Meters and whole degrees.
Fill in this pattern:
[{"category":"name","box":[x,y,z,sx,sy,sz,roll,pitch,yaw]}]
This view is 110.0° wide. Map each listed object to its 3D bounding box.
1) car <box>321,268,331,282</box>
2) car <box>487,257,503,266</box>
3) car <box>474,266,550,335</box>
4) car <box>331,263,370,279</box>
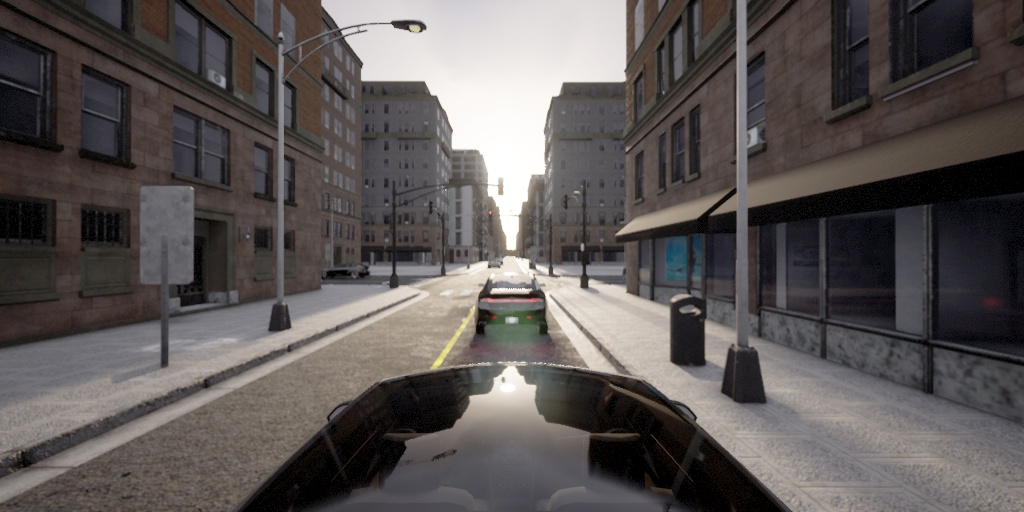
[{"category":"car","box":[-14.774,1.251,23.632,4.313,1.339,1.948,0,0,0]},{"category":"car","box":[-2.843,1.212,56.555,1.895,1.301,4.718,0,0,0]},{"category":"car","box":[-0.001,1.226,10.488,2.128,1.511,4.902,0,0,0]},{"category":"car","box":[-14.771,1.277,31.658,4.313,1.339,1.948,0,0,0]}]
